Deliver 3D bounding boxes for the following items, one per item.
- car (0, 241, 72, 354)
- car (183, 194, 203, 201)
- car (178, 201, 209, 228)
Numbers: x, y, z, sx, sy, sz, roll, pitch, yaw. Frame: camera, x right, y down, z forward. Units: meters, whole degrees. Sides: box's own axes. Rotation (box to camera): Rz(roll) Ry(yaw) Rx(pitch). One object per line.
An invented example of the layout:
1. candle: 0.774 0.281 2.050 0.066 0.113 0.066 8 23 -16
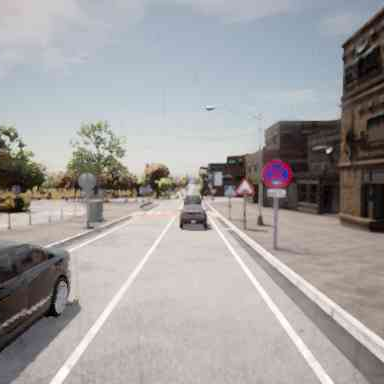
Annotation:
1. car: -3.351 1.519 4.721 1.882 1.535 5.008 0 0 0
2. car: 0.082 1.291 40.332 2.150 2.045 5.566 0 2 0
3. car: 0.092 1.619 23.387 1.837 1.490 4.892 0 0 0
